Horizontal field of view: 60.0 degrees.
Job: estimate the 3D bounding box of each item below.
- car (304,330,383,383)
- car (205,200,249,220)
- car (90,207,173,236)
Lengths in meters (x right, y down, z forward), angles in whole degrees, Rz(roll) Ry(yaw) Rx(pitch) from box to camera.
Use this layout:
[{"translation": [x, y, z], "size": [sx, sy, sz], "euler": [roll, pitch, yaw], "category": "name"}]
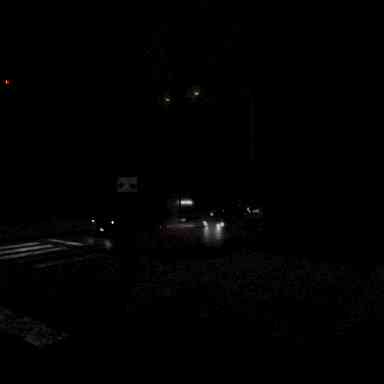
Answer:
[{"translation": [2.757, 1.315, 0.841], "size": [5.009, 1.841, 2.192], "euler": [0, 0, 35], "category": "car"}, {"translation": [2.878, 1.381, 26.674], "size": [2.128, 1.511, 4.902], "euler": [0, 0, 35], "category": "car"}, {"translation": [-3.168, 1.535, 18.159], "size": [1.895, 1.301, 4.718], "euler": [0, 0, 35], "category": "car"}]
